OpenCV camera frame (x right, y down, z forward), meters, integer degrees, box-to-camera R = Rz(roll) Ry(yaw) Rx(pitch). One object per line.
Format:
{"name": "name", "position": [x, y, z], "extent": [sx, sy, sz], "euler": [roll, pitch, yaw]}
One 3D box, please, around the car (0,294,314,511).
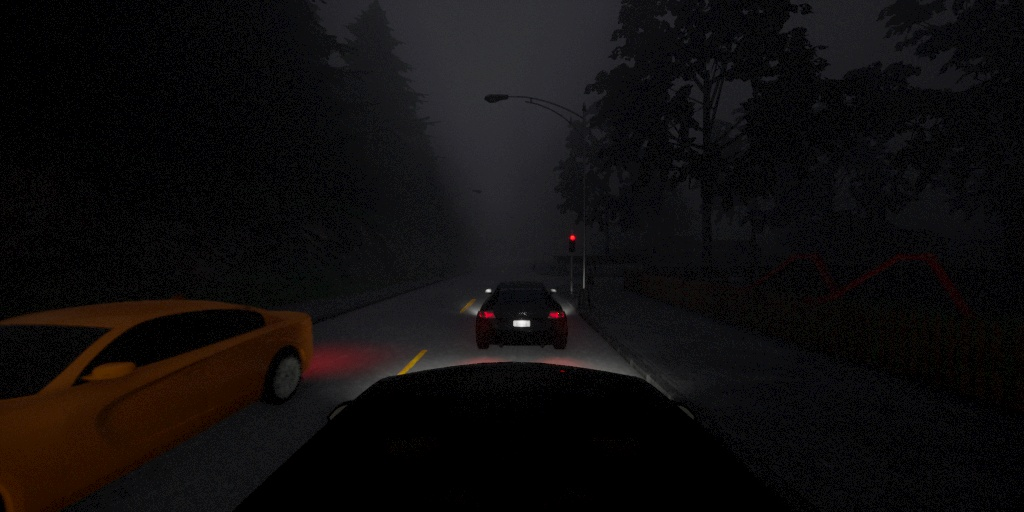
{"name": "car", "position": [-4.046, 1.228, 3.502], "extent": [1.882, 1.535, 5.008], "euler": [0, 0, 1]}

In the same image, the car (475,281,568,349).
{"name": "car", "position": [0.228, 1.314, 9.141], "extent": [1.994, 1.385, 4.181], "euler": [0, 0, 1]}
